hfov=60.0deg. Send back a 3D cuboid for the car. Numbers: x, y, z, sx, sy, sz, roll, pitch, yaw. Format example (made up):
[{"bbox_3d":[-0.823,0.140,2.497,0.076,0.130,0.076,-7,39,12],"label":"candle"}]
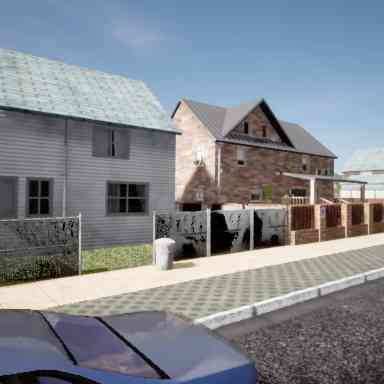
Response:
[{"bbox_3d":[-1.924,1.547,1.693,5.357,1.411,2.033,0,0,-36],"label":"car"}]
